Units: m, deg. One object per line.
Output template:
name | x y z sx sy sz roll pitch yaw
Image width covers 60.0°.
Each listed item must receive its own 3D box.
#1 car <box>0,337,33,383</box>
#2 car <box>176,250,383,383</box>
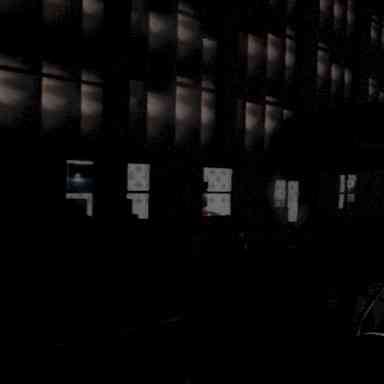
car | -2.907 1.405 1.116 4.403 1.369 2.008 1 1 -32
car | 1.889 1.502 4.164 4.313 1.339 1.947 1 1 -32
